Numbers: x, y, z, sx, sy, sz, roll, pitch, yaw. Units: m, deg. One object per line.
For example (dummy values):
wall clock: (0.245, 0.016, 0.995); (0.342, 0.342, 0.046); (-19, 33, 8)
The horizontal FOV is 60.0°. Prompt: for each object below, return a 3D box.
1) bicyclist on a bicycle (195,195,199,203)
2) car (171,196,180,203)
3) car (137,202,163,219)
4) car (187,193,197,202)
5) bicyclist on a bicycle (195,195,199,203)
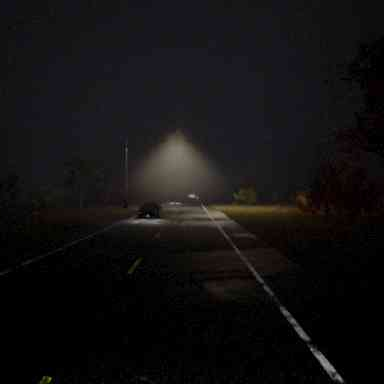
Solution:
bicyclist on a bicycle: (0.963, 1.440, 60.508); (0.866, 1.612, 1.509); (0, 0, 0)
car: (-3.493, 1.511, 70.104); (2.128, 1.511, 4.902); (0, 0, 0)
car: (-3.597, 1.565, 29.779); (2.033, 1.411, 5.357); (0, 0, 0)
car: (0.007, 1.573, 76.909); (1.895, 1.301, 4.718); (0, 0, 0)
bicyclist on a bicycle: (0.952, 1.430, 68.563); (0.866, 1.612, 1.509); (0, -1, 0)
